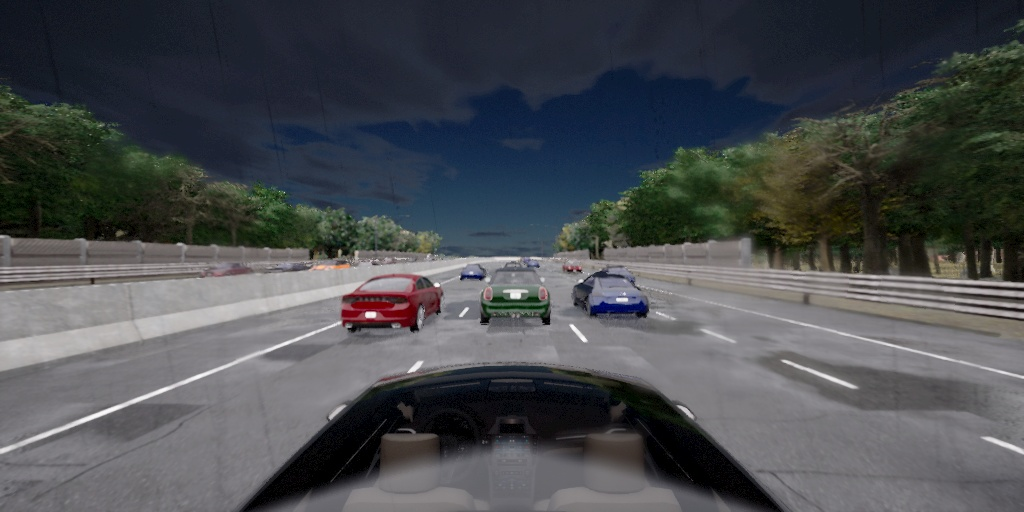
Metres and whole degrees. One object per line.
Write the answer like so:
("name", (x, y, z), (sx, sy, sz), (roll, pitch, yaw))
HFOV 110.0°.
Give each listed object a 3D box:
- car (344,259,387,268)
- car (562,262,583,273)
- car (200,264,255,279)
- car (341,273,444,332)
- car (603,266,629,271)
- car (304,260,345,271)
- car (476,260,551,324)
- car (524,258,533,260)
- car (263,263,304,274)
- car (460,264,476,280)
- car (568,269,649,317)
("car", (-14.082, 1.330, 34.837), (1.812, 1.442, 4.674), (0, 0, 0))
("car", (7.118, 1.389, 42.862), (1.895, 1.301, 4.718), (0, 0, 0))
("car", (-24.581, 1.372, 31.146), (1.994, 1.385, 4.181), (0, 0, 0))
("car", (-3.397, 1.274, 11.098), (1.882, 1.535, 5.008), (0, 0, 0))
("car", (7.100, 1.375, 24.960), (1.994, 1.385, 4.181), (0, 0, 0))
("car", (-17.580, 1.157, 34.850), (2.097, 1.767, 4.553), (0, 0, 0))
("car", (0.104, 1.152, 12.328), (2.097, 1.767, 4.553), (0, 0, 0))
("car", (3.526, 1.277, 61.338), (1.994, 1.385, 4.181), (0, 0, 0))
("car", (-21.082, 1.353, 34.076), (2.033, 1.411, 5.357), (0, 0, 0))
("car", (-3.388, 1.371, 31.952), (1.994, 1.385, 4.181), (0, 0, 0))
("car", (3.504, 1.369, 13.403), (1.994, 1.385, 4.181), (0, 0, 0))
